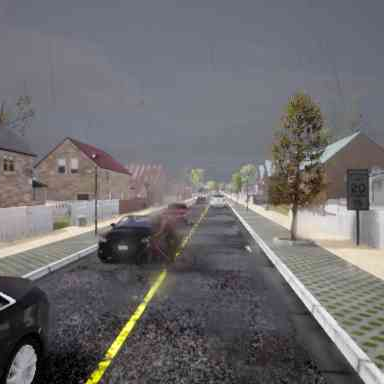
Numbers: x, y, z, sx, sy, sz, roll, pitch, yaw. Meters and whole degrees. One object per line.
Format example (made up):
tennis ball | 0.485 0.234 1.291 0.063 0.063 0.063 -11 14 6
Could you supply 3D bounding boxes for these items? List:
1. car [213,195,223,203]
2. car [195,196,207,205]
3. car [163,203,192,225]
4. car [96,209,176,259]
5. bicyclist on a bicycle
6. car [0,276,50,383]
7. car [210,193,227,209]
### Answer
car | 5.517 1.457 70.502 1.882 1.535 5.008 0 0 5
car | 1.625 1.495 56.960 1.837 1.490 4.892 0 0 5
car | -1.047 1.527 23.955 1.812 1.442 4.674 0 0 4
car | -1.984 1.566 12.368 1.994 1.385 4.181 0 0 5
bicyclist on a bicycle | -0.729 1.451 9.341 1.656 1.620 0.582 -2 0 5
car | -2.803 1.506 2.210 1.837 1.490 4.892 0 0 5
car | 3.704 1.215 46.518 2.150 2.045 5.566 0 0 6
